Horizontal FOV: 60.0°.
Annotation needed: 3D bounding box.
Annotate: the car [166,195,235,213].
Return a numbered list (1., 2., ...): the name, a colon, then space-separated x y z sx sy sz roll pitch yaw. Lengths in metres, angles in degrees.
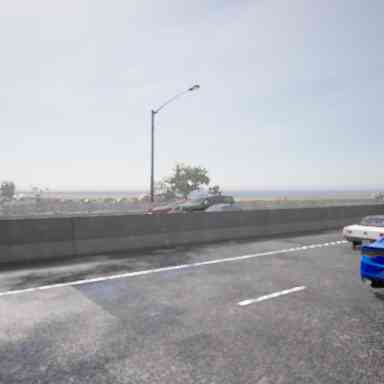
1. car: 1.093 1.275 26.159 5.566 2.045 2.150 1 0 -35

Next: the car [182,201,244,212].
1. car: 1.924 1.569 22.471 4.674 1.442 1.812 0 0 -35

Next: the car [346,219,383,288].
1. car: 6.068 1.506 8.076 5.008 1.535 1.882 0 0 -35

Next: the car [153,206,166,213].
1. car: -1.029 1.526 28.947 5.008 1.535 1.882 1 0 -35

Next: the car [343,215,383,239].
1. car: 8.550 1.646 14.147 4.718 1.301 1.895 0 0 -36
